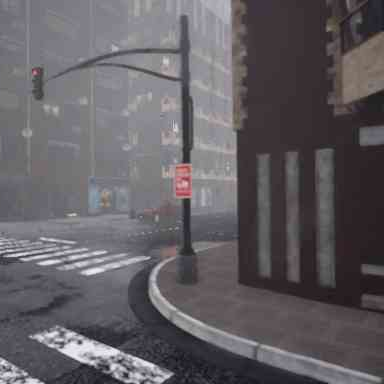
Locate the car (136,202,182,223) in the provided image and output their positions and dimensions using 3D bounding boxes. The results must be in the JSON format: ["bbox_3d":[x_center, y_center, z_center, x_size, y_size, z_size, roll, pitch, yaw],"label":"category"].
[{"bbox_3d":[-2.291,1.507,25.299,1.887,1.381,4.507,-1,0,36],"label":"car"}]
